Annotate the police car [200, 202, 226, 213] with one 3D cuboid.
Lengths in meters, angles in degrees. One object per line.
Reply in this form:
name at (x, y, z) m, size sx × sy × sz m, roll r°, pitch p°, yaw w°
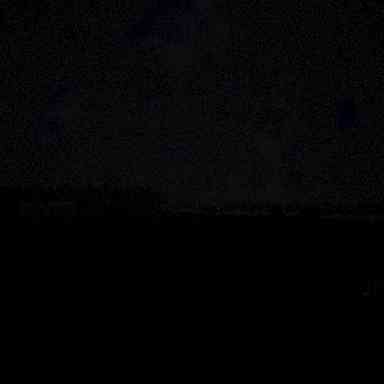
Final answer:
police car at (3.388, 2.401, 53.236) m, size 1.930 × 1.638 × 5.238 m, roll -2°, pitch 0°, yaw -35°
